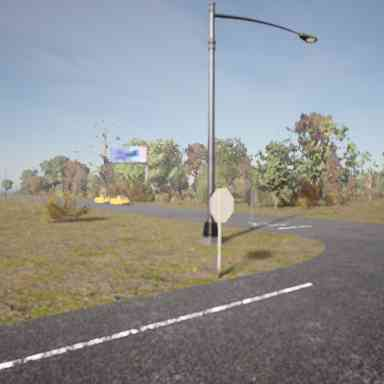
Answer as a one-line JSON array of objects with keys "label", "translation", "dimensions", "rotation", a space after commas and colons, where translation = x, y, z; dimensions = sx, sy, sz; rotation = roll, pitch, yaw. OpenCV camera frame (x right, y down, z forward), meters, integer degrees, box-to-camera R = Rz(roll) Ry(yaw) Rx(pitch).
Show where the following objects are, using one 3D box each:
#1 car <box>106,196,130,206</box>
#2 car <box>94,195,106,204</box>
[{"label": "car", "translation": [-11.770, 1.384, 54.242], "dimensions": [1.882, 1.535, 5.008], "rotation": [0, 0, -33]}, {"label": "car", "translation": [-16.352, 1.370, 60.980], "dimensions": [1.882, 1.535, 5.008], "rotation": [0, 0, -34]}]
